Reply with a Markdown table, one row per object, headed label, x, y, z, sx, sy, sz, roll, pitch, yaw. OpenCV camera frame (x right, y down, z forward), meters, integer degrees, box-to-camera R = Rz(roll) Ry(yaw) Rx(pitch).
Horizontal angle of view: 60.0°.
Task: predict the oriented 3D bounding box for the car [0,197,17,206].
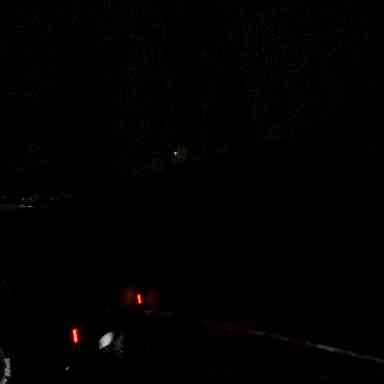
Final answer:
| label | x | y | z | sx | sy | sz | roll | pitch | yaw |
| --- | --- | --- | --- | --- | --- | --- | --- | --- | --- |
| car | -28.710 | 1.374 | 51.046 | 1.895 | 1.301 | 4.718 | 0 | 0 | 18 |

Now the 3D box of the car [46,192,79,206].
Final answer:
| label | x | y | z | sx | sy | sz | roll | pitch | yaw |
| --- | --- | --- | --- | --- | --- | --- | --- | --- | --- |
| car | -18.313 | 0.986 | 49.073 | 2.150 | 2.045 | 5.566 | 0 | 0 | 18 |

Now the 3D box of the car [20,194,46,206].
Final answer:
| label | x | y | z | sx | sy | sz | roll | pitch | yaw |
| --- | --- | --- | --- | --- | --- | --- | --- | --- | --- |
| car | -22.230 | 1.339 | 48.346 | 1.994 | 1.385 | 4.181 | 0 | 0 | 18 |

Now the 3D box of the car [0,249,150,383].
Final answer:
| label | x | y | z | sx | sy | sz | roll | pitch | yaw |
| --- | --- | --- | --- | --- | --- | --- | --- | --- | --- |
| car | -3.128 | 1.577 | 5.043 | 4.718 | 1.301 | 1.895 | 0 | 0 | 22 |

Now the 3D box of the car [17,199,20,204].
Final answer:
| label | x | y | z | sx | sy | sz | roll | pitch | yaw |
| --- | --- | --- | --- | --- | --- | --- | --- | --- | --- |
| car | -24.563 | 1.108 | 52.464 | 2.097 | 1.767 | 4.553 | 0 | 0 | 18 |
